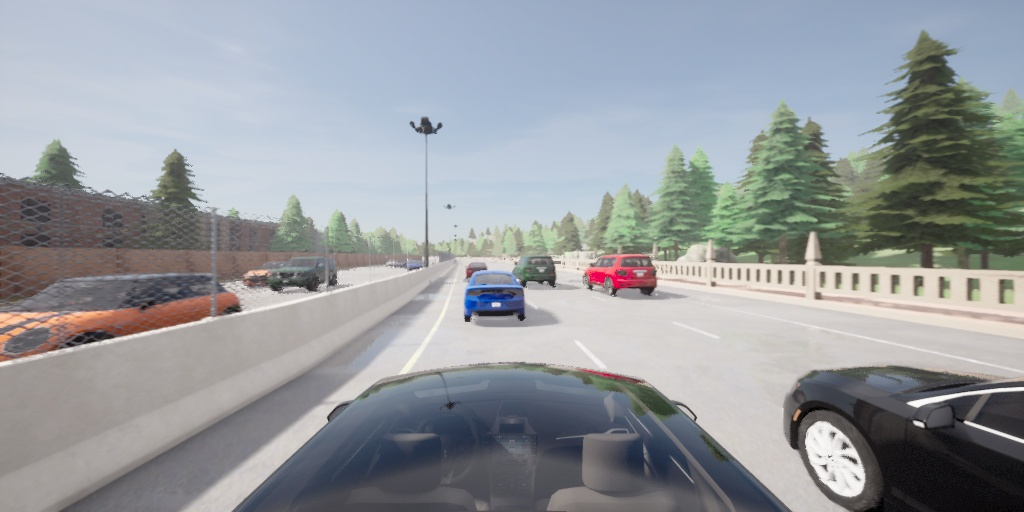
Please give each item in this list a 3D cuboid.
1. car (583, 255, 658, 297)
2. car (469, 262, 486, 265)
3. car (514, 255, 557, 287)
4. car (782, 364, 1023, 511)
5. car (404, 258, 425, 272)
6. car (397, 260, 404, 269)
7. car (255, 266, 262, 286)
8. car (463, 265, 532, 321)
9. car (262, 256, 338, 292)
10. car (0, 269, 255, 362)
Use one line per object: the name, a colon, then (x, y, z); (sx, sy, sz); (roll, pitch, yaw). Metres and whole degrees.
car: (5.598, 0.960, 19.218); (2.150, 2.045, 5.566); (0, 0, -7)
car: (-2.999, 1.259, 30.878); (1.882, 1.535, 5.008); (0, 0, -8)
car: (1.433, 0.981, 24.154); (2.150, 2.045, 5.566); (0, 0, -8)
car: (3.466, 1.240, 1.404); (1.837, 1.490, 4.892); (0, 0, 1)
car: (-12.433, 1.309, 47.117); (1.882, 1.535, 5.008); (0, 0, -7)
car: (-17.833, 1.216, 61.395); (2.097, 1.767, 4.553); (0, 0, -7)
car: (-16.553, 1.186, 25.189); (2.097, 1.767, 4.553); (0, 0, -8)
car: (-0.695, 1.238, 12.653); (1.882, 1.535, 5.008); (0, 0, -6)
car: (-12.616, 1.040, 22.158); (2.150, 2.045, 5.566); (0, 0, -8)
car: (-7.385, 1.136, 6.621); (2.097, 1.767, 4.553); (0, 0, -4)
